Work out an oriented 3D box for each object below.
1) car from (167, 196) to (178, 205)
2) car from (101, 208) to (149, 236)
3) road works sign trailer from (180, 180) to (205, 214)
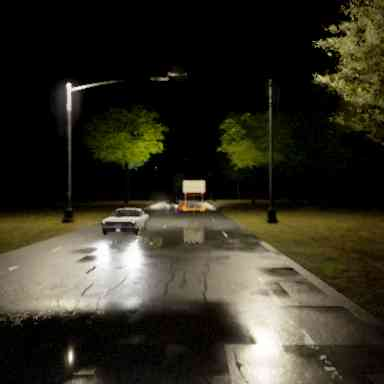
[{"bbox_3d":[-3.548,1.570,60.502,1.837,1.490,4.892,0,0,1],"label":"car"},{"bbox_3d":[-3.602,1.584,18.511,1.895,1.301,4.718,0,0,0],"label":"car"},{"bbox_3d":[0.215,0.473,35.497,2.380,3.560,2.880,0,0,2],"label":"road works sign trailer"}]
